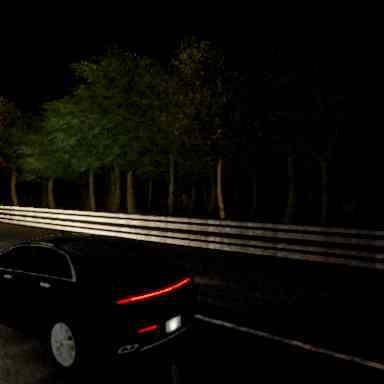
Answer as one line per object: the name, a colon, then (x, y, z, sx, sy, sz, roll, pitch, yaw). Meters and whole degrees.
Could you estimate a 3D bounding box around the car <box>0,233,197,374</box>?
car: (-2.193, 1.479, 5.655, 4.892, 1.490, 1.837, -2, -1, 36)
